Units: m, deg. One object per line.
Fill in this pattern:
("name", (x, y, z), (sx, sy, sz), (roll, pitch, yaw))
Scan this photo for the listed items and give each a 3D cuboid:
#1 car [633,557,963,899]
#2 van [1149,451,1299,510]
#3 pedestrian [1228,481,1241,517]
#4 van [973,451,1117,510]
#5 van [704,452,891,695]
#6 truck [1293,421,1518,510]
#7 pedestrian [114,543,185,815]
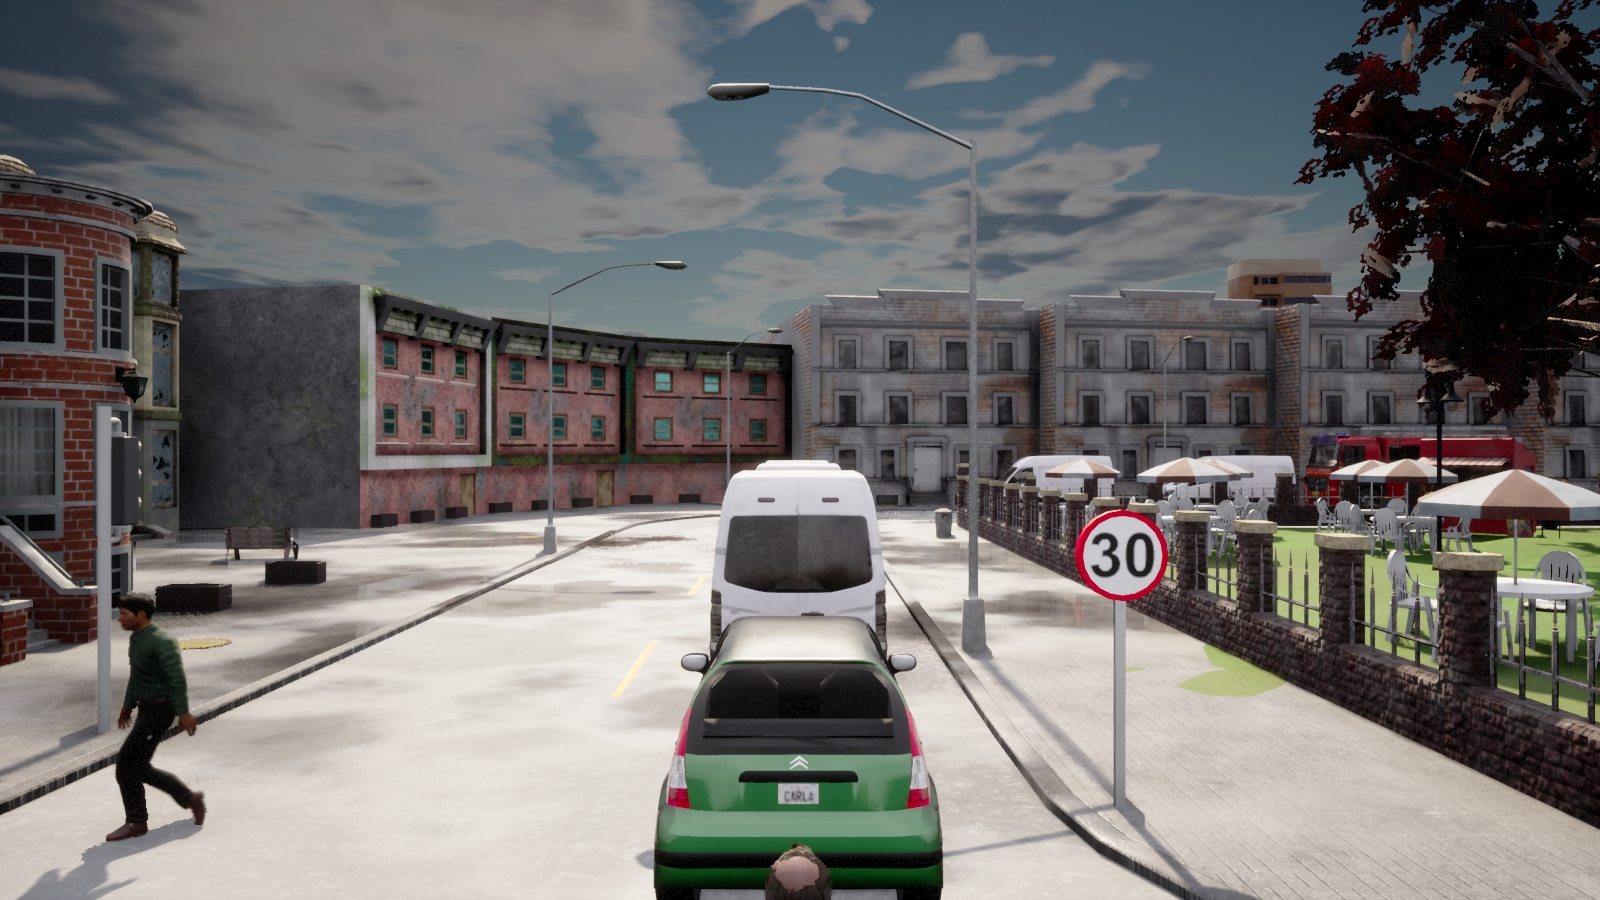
("car", (-0.015, 1.779, 8.404), (1.851, 1.617, 3.988), (0, 0, 0))
("van", (18.656, 1.314, 50.452), (5.915, 2.561, 1.988), (0, 0, 0))
("pedestrian", (15.982, 1.805, 42.014), (0.375, 1.300, 0.375), (0, 0, 8))
("van", (10.764, 1.314, 50.430), (5.915, 2.561, 1.988), (0, 0, 0))
("van", (-0.025, 1.315, 15.105), (1.988, 2.561, 5.915), (0, 0, 0))
("truck", (26.739, 0.670, 50.713), (8.468, 3.827, 2.891), (0, 0, 0))
("pedestrian", (-4.715, 1.629, 8.277), (0.375, 1.860, 0.375), (0, 0, -41))
